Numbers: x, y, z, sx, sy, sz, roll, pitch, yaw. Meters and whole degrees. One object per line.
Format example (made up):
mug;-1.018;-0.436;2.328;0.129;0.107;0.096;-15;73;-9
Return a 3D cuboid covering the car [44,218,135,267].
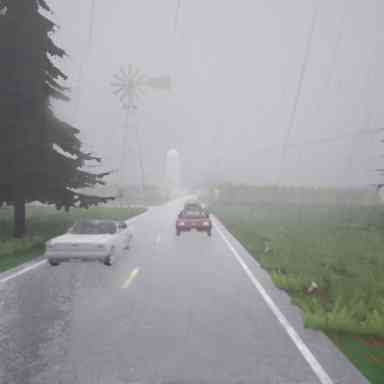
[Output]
car;-3.305;1.608;11.588;1.895;1.301;4.718;0;0;0

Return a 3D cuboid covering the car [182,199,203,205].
car;0.085;1.526;34.520;1.837;1.490;4.892;0;0;0

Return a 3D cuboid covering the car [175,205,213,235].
car;0.092;1.612;18.715;1.895;1.301;4.718;0;0;0
